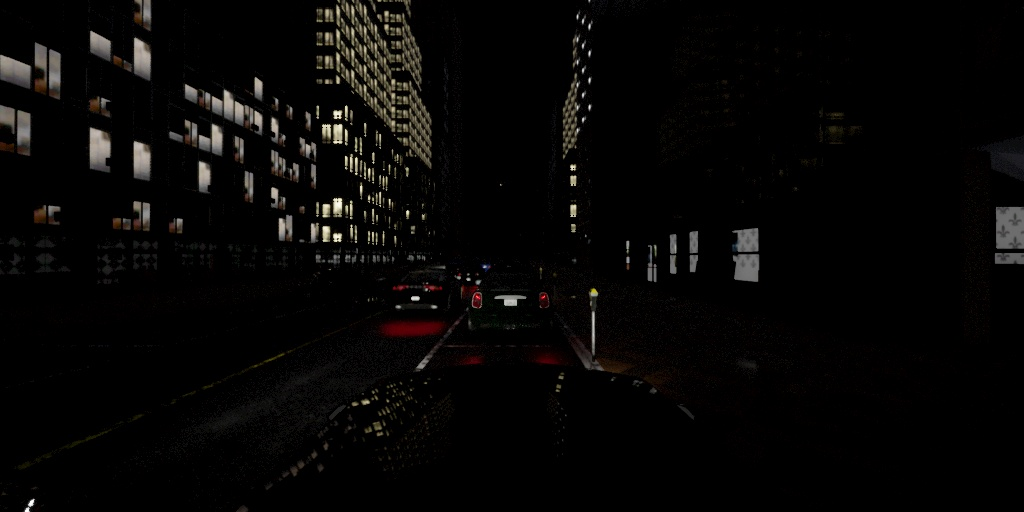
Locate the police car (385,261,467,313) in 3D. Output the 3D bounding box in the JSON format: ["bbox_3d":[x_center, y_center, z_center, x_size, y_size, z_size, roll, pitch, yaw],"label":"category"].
[{"bbox_3d":[-3.146,1.174,14.242,1.930,1.638,5.238,0,0,0],"label":"police car"}]

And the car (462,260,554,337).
[{"bbox_3d":[-0.032,1.102,10.469,2.097,1.767,4.553,0,0,0],"label":"car"}]

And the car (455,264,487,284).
[{"bbox_3d":[-3.064,1.344,27.601,1.895,1.301,4.718,0,0,0],"label":"car"}]

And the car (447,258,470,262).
[{"bbox_3d":[-6.231,1.284,39.261,2.033,1.411,5.357,0,0,0],"label":"car"}]

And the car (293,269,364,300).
[{"bbox_3d":[-8.836,1.313,17.650,1.948,1.339,4.313,0,0,0],"label":"car"}]

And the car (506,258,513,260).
[{"bbox_3d":[-0.455,1.298,46.099,1.948,1.339,4.313,0,0,0],"label":"car"}]

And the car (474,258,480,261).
[{"bbox_3d":[-3.060,1.282,42.823,2.033,1.411,5.357,0,0,0],"label":"car"}]
